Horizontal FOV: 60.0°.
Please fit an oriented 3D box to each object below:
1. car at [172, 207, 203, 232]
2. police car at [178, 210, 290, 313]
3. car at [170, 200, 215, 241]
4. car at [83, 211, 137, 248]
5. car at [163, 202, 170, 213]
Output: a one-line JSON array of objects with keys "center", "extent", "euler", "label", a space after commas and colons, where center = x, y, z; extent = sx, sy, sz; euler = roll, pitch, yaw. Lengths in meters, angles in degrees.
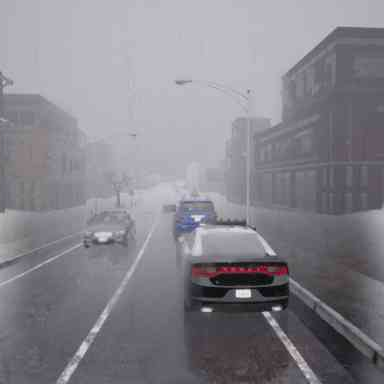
[{"center": [-0.410, 1.852, 23.934], "extent": [1.882, 1.535, 5.008], "euler": [0, -2, -5], "label": "car"}, {"center": [0.715, 1.464, 7.960], "extent": [1.930, 1.638, 5.238], "euler": [0, -1, -3], "label": "police car"}, {"center": [0.065, 1.434, 17.965], "extent": [2.150, 2.045, 5.566], "euler": [0, -1, -4], "label": "car"}, {"center": [-3.692, 1.662, 15.575], "extent": [2.128, 1.511, 4.902], "euler": [0, -1, -4], "label": "car"}, {"center": [-3.102, 2.128, 46.720], "extent": [1.882, 1.535, 5.008], "euler": [0, 0, -4], "label": "car"}]
